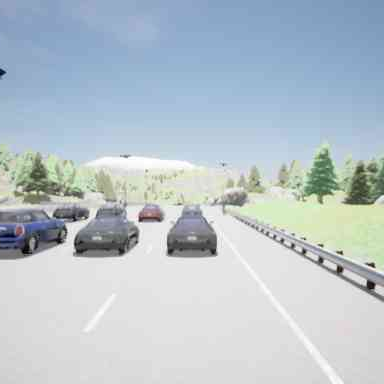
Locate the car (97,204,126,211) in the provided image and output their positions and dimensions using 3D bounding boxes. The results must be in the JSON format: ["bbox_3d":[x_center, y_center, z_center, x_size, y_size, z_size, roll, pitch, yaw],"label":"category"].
[{"bbox_3d":[-6.997,1.765,29.247,2.128,1.511,4.902,0,0,0],"label":"car"}]

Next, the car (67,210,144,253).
[{"bbox_3d":[-3.495,1.698,14.272,1.994,1.385,4.181,0,0,0],"label":"car"}]

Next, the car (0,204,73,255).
[{"bbox_3d":[-6.998,1.482,14.039,2.097,1.767,4.553,0,-1,0],"label":"car"}]

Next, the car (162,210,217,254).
[{"bbox_3d":[0.004,1.695,14.241,1.994,1.385,4.181,0,0,0],"label":"car"}]

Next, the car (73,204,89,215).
[{"bbox_3d":[-10.496,1.767,29.253,2.128,1.511,4.902,0,0,0],"label":"car"}]

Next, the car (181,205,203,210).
[{"bbox_3d":[-0.001,1.811,28.945,2.033,1.411,5.357,0,0,0],"label":"car"}]

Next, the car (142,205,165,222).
[{"bbox_3d":[-3.499,1.834,29.262,1.994,1.385,4.181,0,0,0],"label":"car"}]
